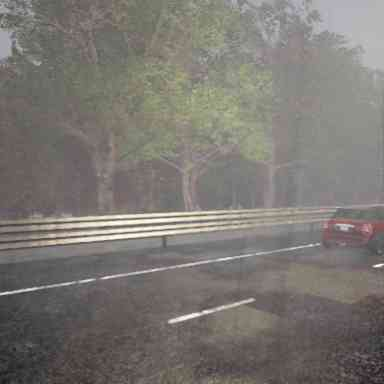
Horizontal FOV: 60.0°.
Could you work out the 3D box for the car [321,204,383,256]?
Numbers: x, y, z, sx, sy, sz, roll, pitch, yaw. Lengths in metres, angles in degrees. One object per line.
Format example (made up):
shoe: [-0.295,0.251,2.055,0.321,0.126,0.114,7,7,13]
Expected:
car: [7.246,1.350,13.313,4.553,1.767,2.097,0,0,-36]
